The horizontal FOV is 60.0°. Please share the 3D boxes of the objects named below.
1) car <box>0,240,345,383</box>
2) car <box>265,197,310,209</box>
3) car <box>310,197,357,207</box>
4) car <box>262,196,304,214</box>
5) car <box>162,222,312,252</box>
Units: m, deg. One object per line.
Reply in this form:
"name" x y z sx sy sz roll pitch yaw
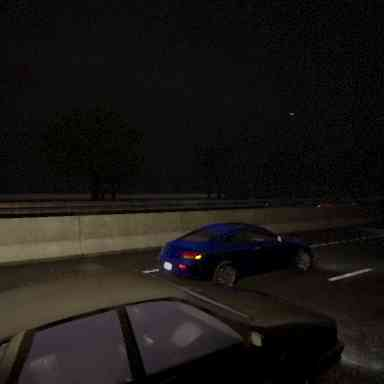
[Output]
"car" -0.776 1.551 3.193 5.357 1.411 2.033 0 0 -36
"car" 9.659 1.545 32.415 4.892 1.490 1.837 0 0 -35
"car" 13.440 1.390 30.803 4.553 1.767 2.097 0 0 -35
"car" 10.226 1.389 37.100 4.553 1.767 2.097 0 0 -36
"car" 1.316 1.542 8.995 4.674 1.442 1.812 0 0 -36
